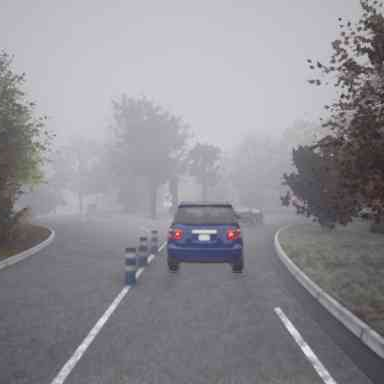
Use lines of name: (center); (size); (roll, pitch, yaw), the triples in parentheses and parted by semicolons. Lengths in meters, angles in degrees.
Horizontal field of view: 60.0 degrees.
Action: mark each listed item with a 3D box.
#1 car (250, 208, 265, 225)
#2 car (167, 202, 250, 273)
car: (5.115, 2.158, 29.849); (1.837, 1.490, 4.892); (-2, -2, 27)
car: (0.509, 1.342, 11.241); (2.150, 2.045, 5.566); (0, -2, 4)
